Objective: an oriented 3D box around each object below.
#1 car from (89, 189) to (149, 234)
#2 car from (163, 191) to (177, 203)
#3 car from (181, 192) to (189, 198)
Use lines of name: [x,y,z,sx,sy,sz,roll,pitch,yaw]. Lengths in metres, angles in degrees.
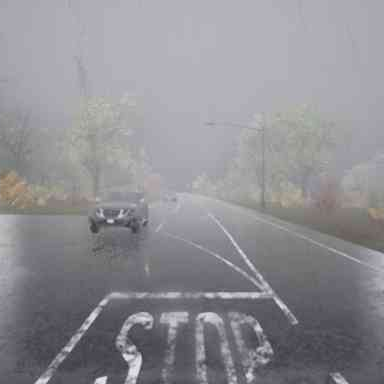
car: [-3.502,0.871,17.049,2.150,2.045,5.566,1,1,0]
car: [-3.789,0.875,57.837,2.150,2.045,5.566,0,0,-1]
car: [-2.001,0.769,94.304,2.097,1.767,4.553,0,0,5]
